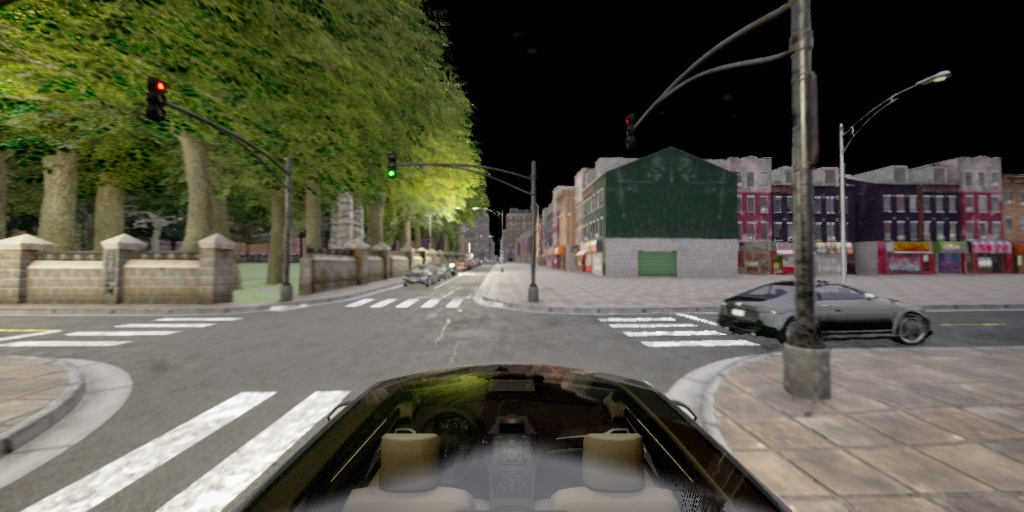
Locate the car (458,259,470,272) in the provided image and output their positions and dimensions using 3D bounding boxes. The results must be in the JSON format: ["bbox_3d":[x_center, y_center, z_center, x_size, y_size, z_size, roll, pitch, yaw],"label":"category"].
[{"bbox_3d":[-7.004,1.432,48.041,1.802,1.307,4.207,0,0,-2],"label":"car"}]

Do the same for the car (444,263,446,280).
[{"bbox_3d":[-6.297,1.303,26.542,1.751,1.417,4.829,0,0,-2],"label":"car"}]

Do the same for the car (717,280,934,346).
[{"bbox_3d":[7.203,1.268,8.486,4.181,1.385,1.994,0,-2,-6],"label":"car"}]

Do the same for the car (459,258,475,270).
[{"bbox_3d":[-7.196,1.189,53.488,2.192,1.841,5.009,0,0,-2],"label":"car"}]

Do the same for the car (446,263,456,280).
[{"bbox_3d":[-6.427,1.343,31.702,2.007,1.370,4.403,0,0,-2],"label":"car"}]

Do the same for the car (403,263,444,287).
[{"bbox_3d":[-6.203,1.323,24.570,2.007,1.370,4.403,0,0,-2],"label":"car"}]

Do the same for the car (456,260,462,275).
[{"bbox_3d":[-6.619,1.375,37.149,1.948,1.339,4.313,0,0,-2],"label":"car"}]
